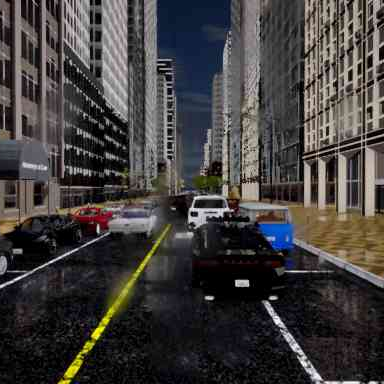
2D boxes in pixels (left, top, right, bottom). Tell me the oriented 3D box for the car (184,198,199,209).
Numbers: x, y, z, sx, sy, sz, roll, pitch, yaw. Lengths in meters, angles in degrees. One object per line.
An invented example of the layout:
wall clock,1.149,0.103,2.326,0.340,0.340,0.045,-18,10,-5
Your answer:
car,-0.020,1.553,45.677,1.994,1.385,4.181,0,0,1

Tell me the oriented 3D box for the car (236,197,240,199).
car,2.662,1.309,24.417,2.192,1.841,5.009,-1,0,0

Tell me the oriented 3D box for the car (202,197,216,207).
car,2.645,1.538,52.835,2.008,1.369,4.403,-1,0,0

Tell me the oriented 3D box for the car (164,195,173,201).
car,-5.755,1.503,81.078,1.752,1.417,4.829,-1,0,0

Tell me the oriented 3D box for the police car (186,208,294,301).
police car,0.892,1.423,8.505,1.930,1.638,5.238,0,0,0

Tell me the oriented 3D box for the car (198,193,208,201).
car,2.623,1.293,81.254,2.192,1.841,5.009,-1,0,0

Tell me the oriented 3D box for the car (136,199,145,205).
car,-5.720,1.575,30.095,1.802,1.307,4.206,-1,0,0

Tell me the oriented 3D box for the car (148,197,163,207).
car,-5.736,1.538,52.829,2.008,1.369,4.403,-1,0,0

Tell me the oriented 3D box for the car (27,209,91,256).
car,-5.708,1.563,13.044,1.947,1.339,4.313,-1,0,0

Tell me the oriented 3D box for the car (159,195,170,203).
car,-5.748,1.422,69.880,1.967,1.590,4.097,-1,0,0

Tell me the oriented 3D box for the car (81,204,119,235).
car,-5.712,1.540,18.728,1.887,1.381,4.507,-1,0,0

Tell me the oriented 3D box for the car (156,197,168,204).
car,-5.743,1.565,64.197,1.802,1.307,4.206,-1,0,0

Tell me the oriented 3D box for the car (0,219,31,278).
car,-5.705,1.549,7.360,2.008,1.369,4.403,-1,0,0

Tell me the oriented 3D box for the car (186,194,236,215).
car,0.886,1.220,18.426,2.150,2.045,5.566,0,0,0

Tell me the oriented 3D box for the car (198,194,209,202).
car,2.627,1.295,75.570,2.192,1.841,5.009,-1,0,0

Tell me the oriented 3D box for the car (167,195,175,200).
car,-5.763,1.539,92.615,1.947,1.339,4.313,-1,0,0

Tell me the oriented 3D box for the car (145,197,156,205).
car,-5.728,1.541,41.462,2.008,1.369,4.403,-1,0,0

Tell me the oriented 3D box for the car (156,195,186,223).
car,-0.161,1.214,24.779,2.150,2.045,5.566,-1,0,24

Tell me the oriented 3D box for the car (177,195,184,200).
car,-3.063,1.500,89.740,1.812,1.442,4.674,0,0,0

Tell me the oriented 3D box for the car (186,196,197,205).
car,-0.043,1.510,59.405,1.812,1.442,4.674,0,0,0

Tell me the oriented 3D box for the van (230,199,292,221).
van,2.670,1.338,13.050,1.690,1.788,3.998,-1,0,0

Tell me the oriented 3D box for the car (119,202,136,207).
car,-5.717,1.545,24.411,2.008,1.369,4.403,-1,0,0

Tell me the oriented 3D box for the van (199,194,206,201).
van,2.619,1.317,86.937,1.690,1.788,3.998,-1,0,0

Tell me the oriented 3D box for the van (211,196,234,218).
van,2.658,1.334,30.101,1.690,1.788,3.998,-1,0,0

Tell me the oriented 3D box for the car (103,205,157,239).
car,-3.011,1.597,17.613,1.895,1.301,4.718,0,0,0
